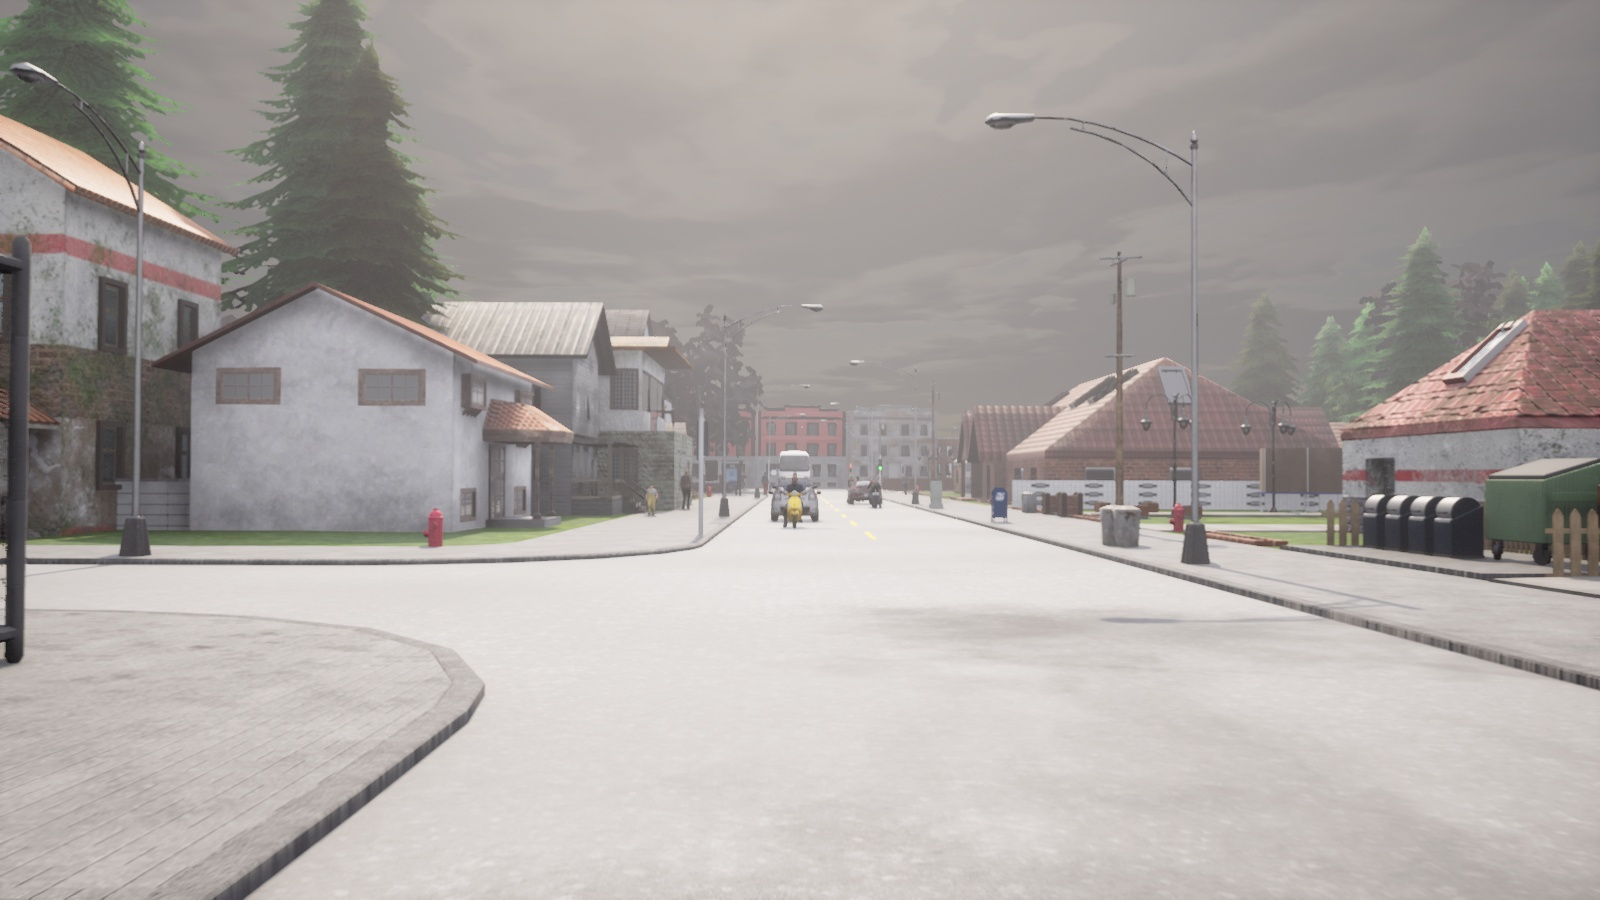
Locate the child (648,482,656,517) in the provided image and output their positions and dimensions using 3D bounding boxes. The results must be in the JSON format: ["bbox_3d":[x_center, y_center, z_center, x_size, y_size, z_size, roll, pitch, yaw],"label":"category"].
[{"bbox_3d":[-5.421,1.817,45.975,0.270,1.263,0.437,0,-1,-2],"label":"child"}]

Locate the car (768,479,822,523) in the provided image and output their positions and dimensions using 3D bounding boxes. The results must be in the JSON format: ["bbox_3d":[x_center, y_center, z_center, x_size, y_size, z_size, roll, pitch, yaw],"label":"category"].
[{"bbox_3d":[-0.169,1.799,44.956,1.845,1.501,3.633,0,-1,0],"label":"car"}]

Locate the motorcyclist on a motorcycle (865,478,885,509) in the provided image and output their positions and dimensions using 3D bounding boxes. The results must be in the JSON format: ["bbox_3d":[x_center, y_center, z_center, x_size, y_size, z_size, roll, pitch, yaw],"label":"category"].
[{"bbox_3d":[3.765,2.196,63.286,0.866,1.530,2.191,0,-1,0],"label":"motorcyclist on a motorcycle"}]

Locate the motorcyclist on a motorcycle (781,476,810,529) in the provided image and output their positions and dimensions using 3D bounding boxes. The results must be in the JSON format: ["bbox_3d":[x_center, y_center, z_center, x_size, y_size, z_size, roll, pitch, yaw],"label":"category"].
[{"bbox_3d":[-0.153,1.604,38.676,0.866,1.590,1.817,0,-1,0],"label":"motorcyclist on a motorcycle"}]

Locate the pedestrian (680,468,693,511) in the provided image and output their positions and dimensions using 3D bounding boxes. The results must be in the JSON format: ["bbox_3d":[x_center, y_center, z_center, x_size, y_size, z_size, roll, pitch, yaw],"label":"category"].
[{"bbox_3d":[-4.975,1.729,55.043,0.331,1.846,0.634,-1,-1,15],"label":"pedestrian"}]

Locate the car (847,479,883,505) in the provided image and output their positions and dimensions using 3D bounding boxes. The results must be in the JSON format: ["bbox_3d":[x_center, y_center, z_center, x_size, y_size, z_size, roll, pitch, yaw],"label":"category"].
[{"bbox_3d":[3.732,2.381,72.366,1.812,1.442,4.674,0,-1,0],"label":"car"}]
